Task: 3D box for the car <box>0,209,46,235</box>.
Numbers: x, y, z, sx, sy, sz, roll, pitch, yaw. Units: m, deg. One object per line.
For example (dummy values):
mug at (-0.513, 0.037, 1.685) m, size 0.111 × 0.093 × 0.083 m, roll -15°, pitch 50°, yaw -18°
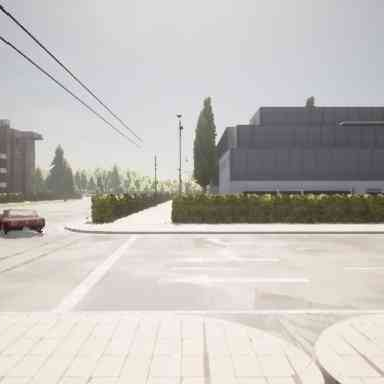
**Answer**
car at (-9.870, 1.601, 18.816) m, size 1.895 × 1.301 × 4.718 m, roll 0°, pitch 0°, yaw -39°
